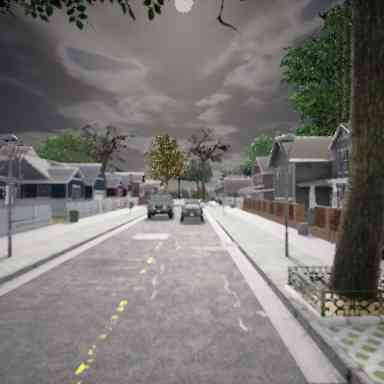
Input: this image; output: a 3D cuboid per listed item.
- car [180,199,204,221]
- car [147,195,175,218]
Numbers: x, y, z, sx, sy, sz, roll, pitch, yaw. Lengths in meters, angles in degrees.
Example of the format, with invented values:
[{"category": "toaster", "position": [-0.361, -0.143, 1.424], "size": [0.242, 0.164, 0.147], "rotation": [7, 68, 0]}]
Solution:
[{"category": "car", "position": [0.016, 1.545, 27.182], "size": [1.812, 1.442, 4.674], "rotation": [0, 0, 0]}, {"category": "car", "position": [-2.754, 1.252, 30.341], "size": [2.150, 2.045, 5.566], "rotation": [0, 0, 0]}]
